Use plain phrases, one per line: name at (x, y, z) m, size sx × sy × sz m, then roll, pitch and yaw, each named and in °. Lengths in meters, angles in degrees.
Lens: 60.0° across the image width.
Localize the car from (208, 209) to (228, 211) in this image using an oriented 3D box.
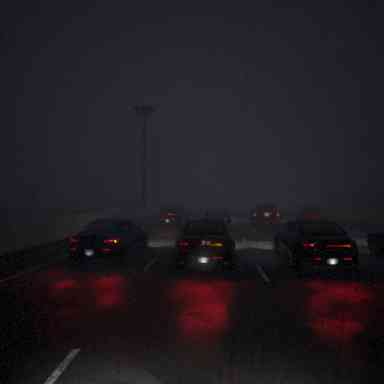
car at (1.975, 1.909, 25.222) m, size 1.895 × 1.301 × 4.718 m, roll 0°, pitch -1°, yaw 9°

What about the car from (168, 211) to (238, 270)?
car at (0.515, 1.649, 11.609) m, size 1.837 × 1.490 × 4.892 m, roll 0°, pitch 0°, yaw 5°

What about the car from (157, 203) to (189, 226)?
car at (-1.399, 1.825, 26.269) m, size 1.837 × 1.490 × 4.892 m, roll 0°, pitch 0°, yaw 9°

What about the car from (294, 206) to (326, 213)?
car at (9.222, 1.801, 26.142) m, size 1.882 × 1.535 × 5.008 m, roll 0°, pitch 0°, yaw 9°

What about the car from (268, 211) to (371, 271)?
car at (4.012, 1.649, 11.433) m, size 1.837 × 1.490 × 4.892 m, roll 0°, pitch 0°, yaw 5°

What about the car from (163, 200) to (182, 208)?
car at (-3.591, 2.282, 62.514) m, size 1.812 × 1.442 × 4.674 m, roll 0°, pitch -1°, yaw 19°

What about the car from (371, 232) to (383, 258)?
car at (7.452, 1.736, 10.634) m, size 1.895 × 1.301 × 4.718 m, roll 0°, pitch -1°, yaw 5°

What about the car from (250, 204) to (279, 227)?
car at (5.537, 1.663, 25.308) m, size 2.097 × 1.767 × 4.553 m, roll 0°, pitch -1°, yaw 9°

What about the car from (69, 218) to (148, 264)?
car at (-2.929, 1.675, 12.385) m, size 1.812 × 1.442 × 4.674 m, roll 0°, pitch 0°, yaw 5°
